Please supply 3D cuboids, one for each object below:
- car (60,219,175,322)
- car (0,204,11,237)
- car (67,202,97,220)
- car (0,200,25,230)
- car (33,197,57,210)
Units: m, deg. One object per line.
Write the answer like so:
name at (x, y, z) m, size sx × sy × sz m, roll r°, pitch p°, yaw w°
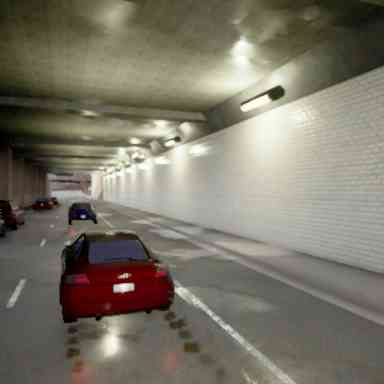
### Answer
car at (-1.825, 1.533, 7.347) m, size 1.994 × 1.385 × 4.181 m, roll 0°, pitch 0°, yaw -21°
car at (-9.428, 1.465, 14.515) m, size 1.812 × 1.442 × 4.674 m, roll 0°, pitch 0°, yaw -20°
car at (-7.864, 1.425, 23.835) m, size 1.812 × 1.442 × 4.674 m, roll 0°, pitch 0°, yaw -20°
car at (-11.466, 1.266, 20.125) m, size 2.097 × 1.767 × 4.553 m, roll 0°, pitch 0°, yaw -20°
car at (-17.708, 1.396, 39.727) m, size 1.994 × 1.385 × 4.181 m, roll 0°, pitch 0°, yaw -19°
